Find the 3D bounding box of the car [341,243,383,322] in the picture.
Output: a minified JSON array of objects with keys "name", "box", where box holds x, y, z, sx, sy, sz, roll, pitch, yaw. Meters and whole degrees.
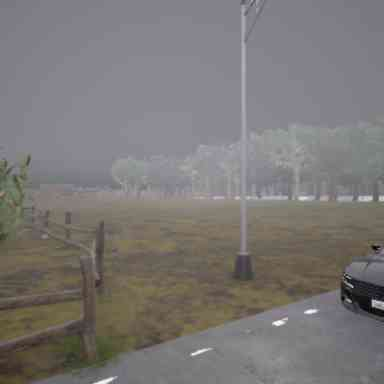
[{"name":"car","box":[4.942,1.476,6.602,5.008,1.535,1.882,0,0,-36]}]
